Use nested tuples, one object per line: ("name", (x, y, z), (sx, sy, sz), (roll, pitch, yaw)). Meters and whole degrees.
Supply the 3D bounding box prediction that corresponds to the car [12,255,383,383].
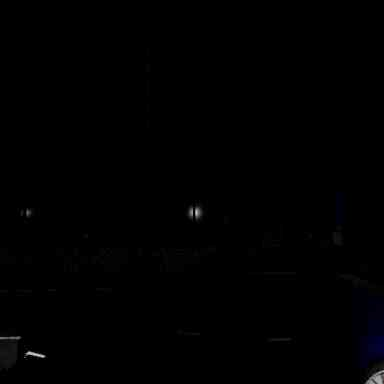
("car", (0.481, 1.525, 3.893), (4.674, 1.442, 1.812), (0, 0, -3))
